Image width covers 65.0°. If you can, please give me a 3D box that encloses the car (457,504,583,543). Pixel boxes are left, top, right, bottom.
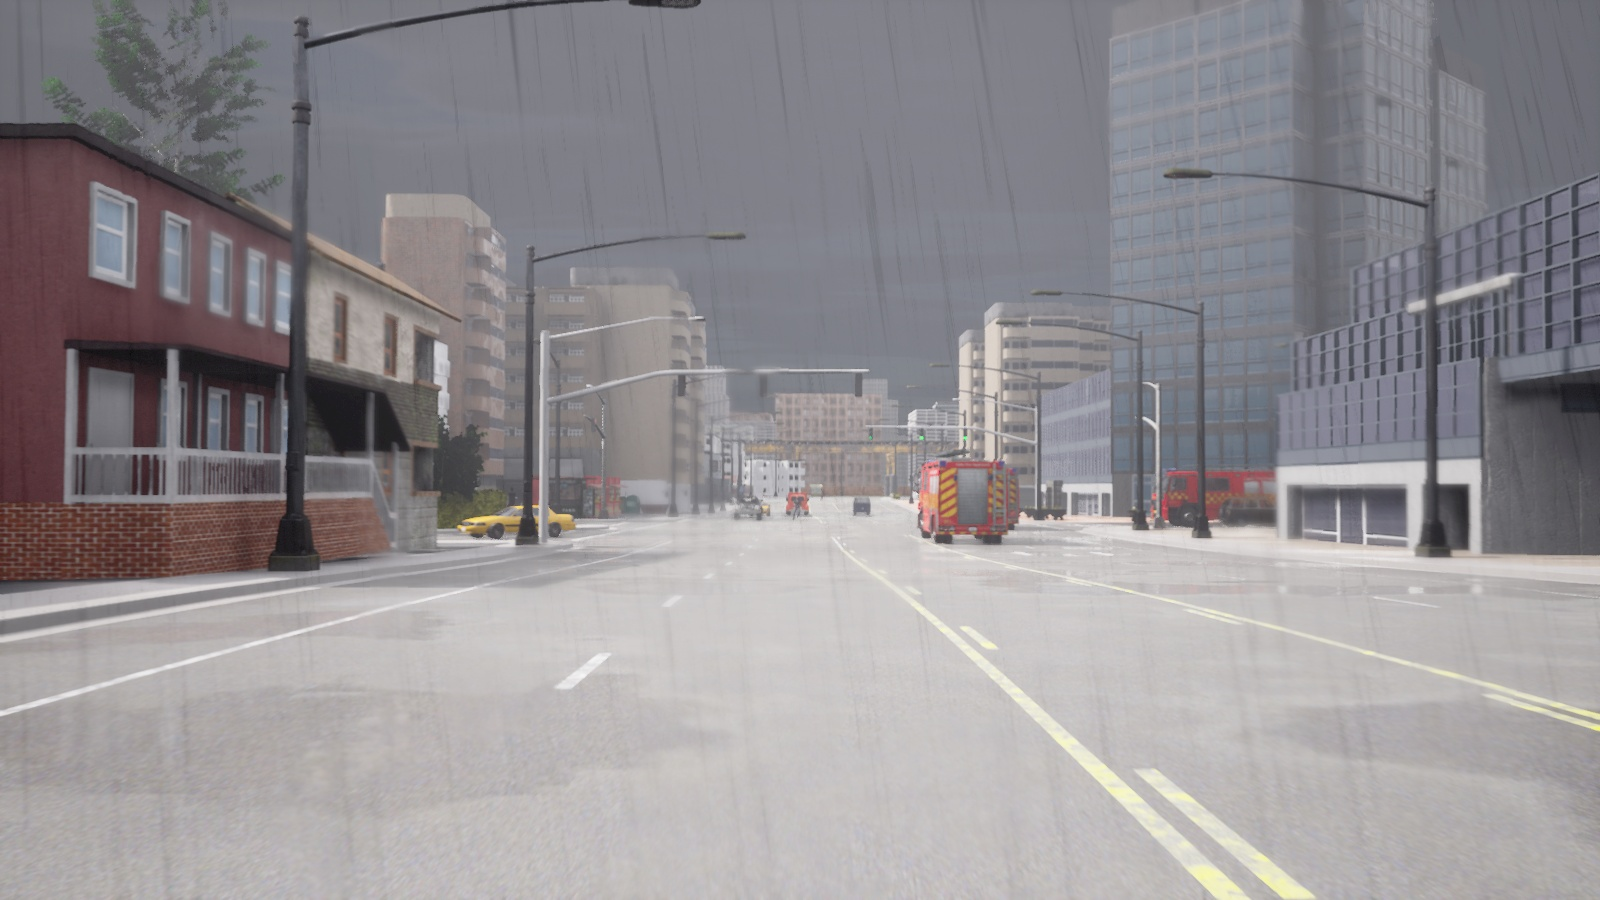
[{"bbox_3d":[-12.520,3.247,56.359,5.366,1.575,1.801,1,-2,-44],"label":"car"}]

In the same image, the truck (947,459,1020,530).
[{"bbox_3d":[10.367,2.523,71.946,2.891,3.827,8.468,0,-2,0],"label":"truck"}]

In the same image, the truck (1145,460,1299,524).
[{"bbox_3d":[25.856,2.607,77.269,8.468,3.827,2.891,0,-2,0],"label":"truck"}]

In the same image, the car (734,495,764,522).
[{"bbox_3d":[-3.661,4.200,90.445,1.932,1.855,4.605,0,-2,0],"label":"car"}]

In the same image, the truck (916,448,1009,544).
[{"bbox_3d":[6.899,1.979,54.638,2.891,3.827,8.468,0,-2,0],"label":"truck"}]

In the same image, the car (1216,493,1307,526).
[{"bbox_3d":[27.081,3.481,73.746,4.605,1.855,1.932,0,-2,1],"label":"car"}]
